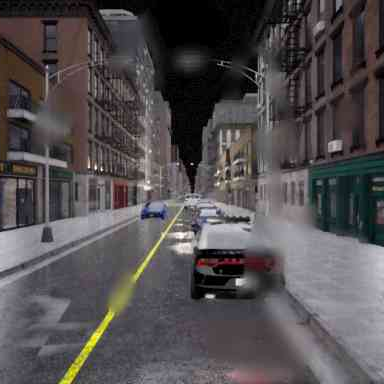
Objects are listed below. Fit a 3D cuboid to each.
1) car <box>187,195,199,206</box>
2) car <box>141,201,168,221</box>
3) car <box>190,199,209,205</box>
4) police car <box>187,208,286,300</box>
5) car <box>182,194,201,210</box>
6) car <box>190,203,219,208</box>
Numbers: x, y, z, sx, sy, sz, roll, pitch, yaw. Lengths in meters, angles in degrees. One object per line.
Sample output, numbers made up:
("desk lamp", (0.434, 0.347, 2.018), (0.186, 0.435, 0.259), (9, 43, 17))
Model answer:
("car", (0.127, 1.487, 59.489), (2.097, 1.767, 4.553), (0, 0, 0))
("car", (-3.043, 1.502, 27.566), (1.882, 1.535, 5.008), (0, 0, 0))
("car", (0.953, 1.496, 24.484), (1.882, 1.535, 5.008), (0, 0, 0))
("police car", (0.918, 1.426, 8.593), (1.930, 1.638, 5.238), (0, 0, 0))
("car", (0.106, 1.300, 45.533), (2.150, 2.045, 5.566), (0, 0, 1))
("car", (0.940, 1.535, 18.484), (1.812, 1.442, 4.674), (0, 0, 0))
